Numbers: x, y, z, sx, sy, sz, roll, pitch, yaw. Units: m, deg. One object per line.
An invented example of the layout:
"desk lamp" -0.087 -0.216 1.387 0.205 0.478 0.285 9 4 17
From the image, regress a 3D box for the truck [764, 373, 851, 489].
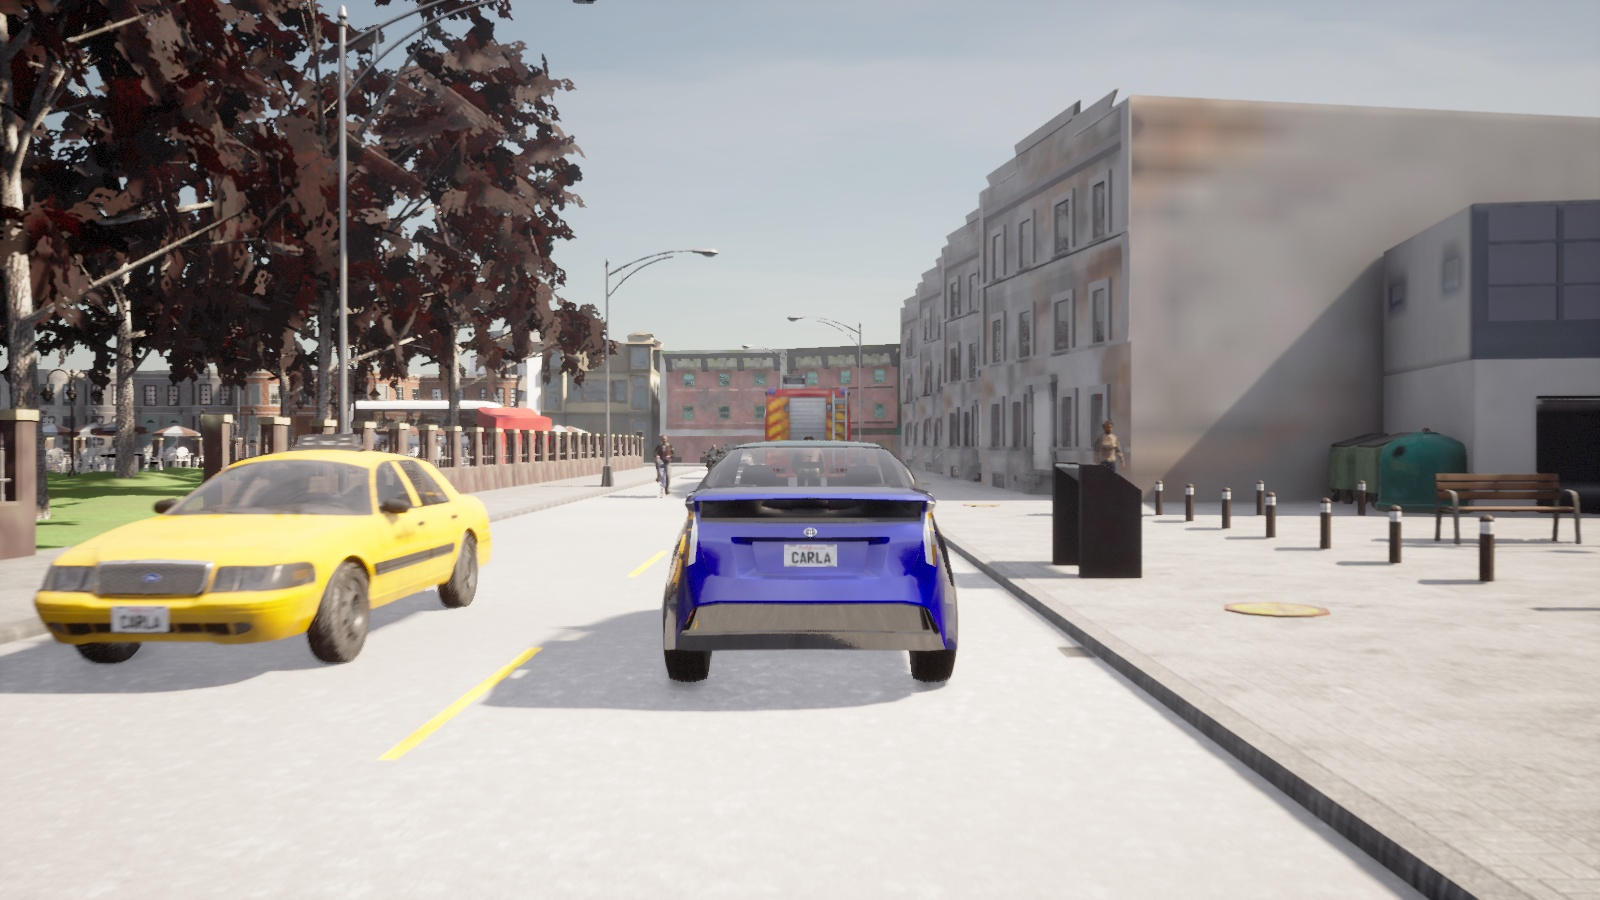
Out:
"truck" 0.267 -0.639 45.655 2.891 3.827 8.468 0 0 0

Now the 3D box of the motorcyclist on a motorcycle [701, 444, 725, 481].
"motorcyclist on a motorcycle" -3.700 0.518 53.806 0.866 1.530 2.191 0 0 0

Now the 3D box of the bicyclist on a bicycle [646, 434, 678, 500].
"bicyclist on a bicycle" -3.781 0.447 34.565 0.659 1.776 1.843 0 0 0

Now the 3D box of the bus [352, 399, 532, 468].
"bus" -22.482 -1.032 79.390 10.273 4.253 3.944 0 0 0

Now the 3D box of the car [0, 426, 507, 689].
"car" -3.924 0.633 10.206 1.801 1.575 5.366 0 0 0

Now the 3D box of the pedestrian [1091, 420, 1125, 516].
"pedestrian" 5.918 0.343 24.138 0.328 1.805 0.869 0 0 -9

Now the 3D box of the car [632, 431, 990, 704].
"car" 0.072 0.648 9.292 2.007 1.525 4.514 0 0 0
